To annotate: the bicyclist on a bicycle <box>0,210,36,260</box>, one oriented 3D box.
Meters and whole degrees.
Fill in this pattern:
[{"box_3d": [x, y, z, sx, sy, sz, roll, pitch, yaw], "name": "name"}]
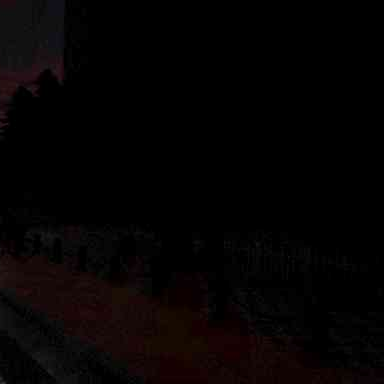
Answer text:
[{"box_3d": [-5.768, 1.390, 10.518, 1.656, 1.620, 0.582, 2, -1, -45], "name": "bicyclist on a bicycle"}]
